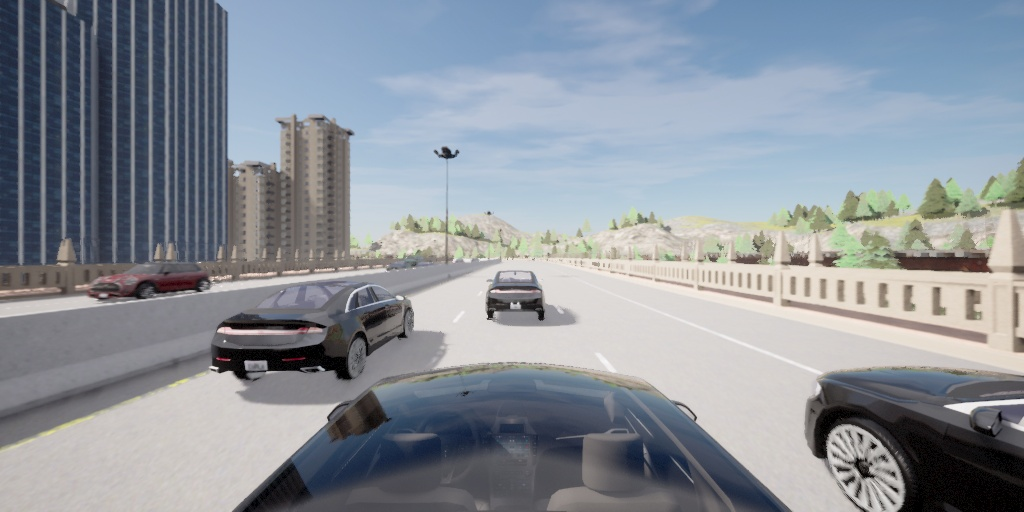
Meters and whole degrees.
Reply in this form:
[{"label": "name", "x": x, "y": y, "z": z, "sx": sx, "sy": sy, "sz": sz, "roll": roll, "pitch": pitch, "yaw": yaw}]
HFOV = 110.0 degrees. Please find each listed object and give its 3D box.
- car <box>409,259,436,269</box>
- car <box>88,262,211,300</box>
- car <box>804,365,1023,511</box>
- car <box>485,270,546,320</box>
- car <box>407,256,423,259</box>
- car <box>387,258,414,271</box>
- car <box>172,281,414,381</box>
[{"label": "car", "x": -9.938, "y": 1.317, "z": 41.224, "sx": 1.994, "sy": 1.385, "sz": 4.181, "roll": 0, "pitch": 0, "yaw": 2}, {"label": "car", "x": -17.529, "y": 1.105, "z": 17.652, "sx": 2.097, "sy": 1.767, "sz": 4.553, "roll": 0, "pitch": 0, "yaw": 1}, {"label": "car", "x": 3.599, "y": 1.241, "z": 1.291, "sx": 2.128, "sy": 1.511, "sz": 4.902, "roll": 0, "pitch": 0, "yaw": 0}, {"label": "car", "x": 0.118, "y": 1.242, "z": 12.692, "sx": 2.128, "sy": 1.511, "sz": 4.902, "roll": 0, "pitch": 0, "yaw": 0}, {"label": "car", "x": -16.349, "y": 0.976, "z": 59.619, "sx": 2.150, "sy": 2.045, "sz": 5.566, "roll": 0, "pitch": 0, "yaw": 2}, {"label": "car", "x": -13.385, "y": 1.318, "z": 42.987, "sx": 1.994, "sy": 1.385, "sz": 4.181, "roll": 0, "pitch": 0, "yaw": 2}, {"label": "car", "x": -3.398, "y": 1.242, "z": 7.189, "sx": 2.128, "sy": 1.511, "sz": 4.902, "roll": 0, "pitch": 0, "yaw": 0}]
